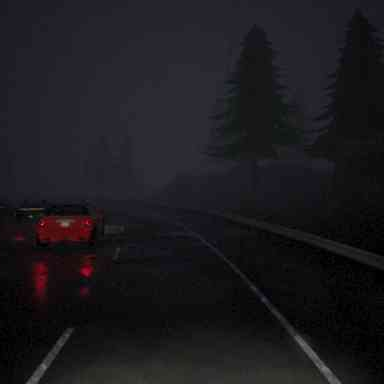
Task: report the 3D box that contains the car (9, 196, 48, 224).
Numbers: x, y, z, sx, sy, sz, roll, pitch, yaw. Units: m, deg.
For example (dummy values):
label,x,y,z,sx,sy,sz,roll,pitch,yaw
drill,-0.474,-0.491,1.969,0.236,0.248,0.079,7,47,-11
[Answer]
label,x,y,z,sx,sy,sz,roll,pitch,yaw
car,-10.531,1.253,22.627,2.128,1.511,4.902,0,1,-16

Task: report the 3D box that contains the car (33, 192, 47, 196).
label,x,y,z,sx,sy,sz,roll,pitch,yaw
car,-32.352,0.782,70.960,1.812,1.442,4.674,-1,1,-43

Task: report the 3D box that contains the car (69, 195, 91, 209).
label,x,y,z,sx,sy,sz,roll,pitch,yaw
car,-12.859,1.125,37.971,1.812,1.442,4.674,0,0,-26

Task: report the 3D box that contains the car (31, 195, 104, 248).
label,x,y,z,sx,sy,sz,roll,pitch,yaw
car,-5.030,1.200,14.343,2.097,1.767,4.553,0,1,-9

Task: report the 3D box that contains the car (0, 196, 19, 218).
label,x,y,z,sx,sy,sz,roll,pitch,yaw
car,-15.613,1.283,26.784,1.994,1.385,4.181,0,1,-20

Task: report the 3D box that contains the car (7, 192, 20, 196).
label,x,y,z,sx,sy,sz,roll,pitch,yaw
car,-43.557,0.640,81.225,1.994,1.385,4.181,-1,1,-43
